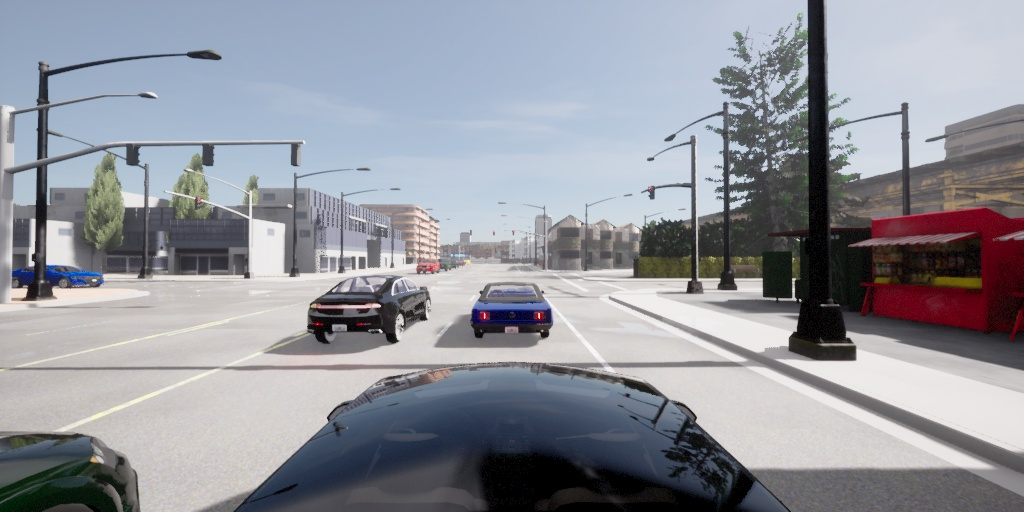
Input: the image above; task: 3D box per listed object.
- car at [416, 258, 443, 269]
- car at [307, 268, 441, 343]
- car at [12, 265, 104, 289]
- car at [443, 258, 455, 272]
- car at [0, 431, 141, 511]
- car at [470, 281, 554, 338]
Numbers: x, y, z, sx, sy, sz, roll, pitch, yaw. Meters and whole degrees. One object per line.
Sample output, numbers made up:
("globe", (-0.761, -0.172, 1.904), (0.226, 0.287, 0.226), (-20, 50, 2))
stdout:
("car", (-11.053, 1.335, 47.604), (2.150, 2.045, 5.566), (0, 0, -1))
("car", (-3.511, 1.257, 9.707), (2.128, 1.511, 4.902), (0, 0, 0))
("car", (-29.746, 1.315, 23.405), (5.008, 1.535, 1.882), (0, -1, 0))
("car", (-11.146, 1.386, 57.653), (2.150, 2.045, 5.566), (0, 0, 0))
("car", (-3.373, 1.314, 0.538), (1.994, 1.385, 4.181), (0, 0, -1))
("car", (-0.010, 1.365, 10.185), (1.895, 1.301, 4.718), (0, 0, 0))
